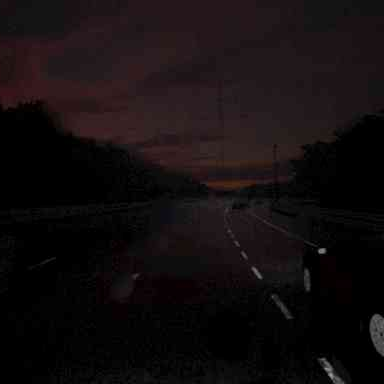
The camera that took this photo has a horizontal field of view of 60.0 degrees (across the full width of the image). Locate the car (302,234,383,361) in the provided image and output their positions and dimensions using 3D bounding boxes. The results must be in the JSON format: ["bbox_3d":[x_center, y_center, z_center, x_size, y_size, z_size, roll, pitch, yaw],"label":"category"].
[{"bbox_3d":[3.541,1.499,6.001,1.882,1.535,5.008,0,-1,1],"label":"car"}]

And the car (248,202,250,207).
[{"bbox_3d":[11.170,2.513,70.324,2.033,1.411,5.357,0,-1,15],"label":"car"}]

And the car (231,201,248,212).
[{"bbox_3d":[7.042,2.187,50.973,2.033,1.411,5.357,0,-1,7],"label":"car"}]
